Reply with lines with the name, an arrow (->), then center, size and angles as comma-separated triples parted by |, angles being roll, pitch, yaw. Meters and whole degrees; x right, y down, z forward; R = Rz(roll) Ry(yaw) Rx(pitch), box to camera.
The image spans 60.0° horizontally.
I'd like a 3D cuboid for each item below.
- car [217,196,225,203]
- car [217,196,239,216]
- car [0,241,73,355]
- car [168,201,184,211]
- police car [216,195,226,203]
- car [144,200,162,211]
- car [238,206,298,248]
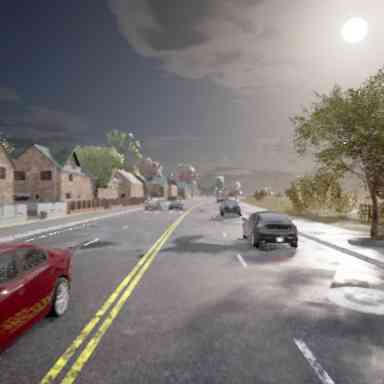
car -> 8.179, 2.113, 94.144 | 2.033, 1.649, 4.856 | 0, 0, 6
car -> 4.110, 1.620, 36.487 | 2.097, 1.767, 4.553 | 0, 0, 2
car -> -3.324, 1.510, 4.680 | 1.882, 1.535, 5.008 | 0, 0, 0
car -> -2.138, 1.885, 46.100 | 2.033, 1.411, 5.357 | 0, 0, 3
police car -> 7.116, 2.029, 83.363 | 1.930, 1.638, 5.238 | 0, 0, 5
car -> -5.376, 1.864, 46.317 | 1.812, 1.442, 4.674 | 0, 0, 3
car -> 3.500, 1.625, 15.508 | 1.837, 1.490, 4.892 | 0, 0, 1
